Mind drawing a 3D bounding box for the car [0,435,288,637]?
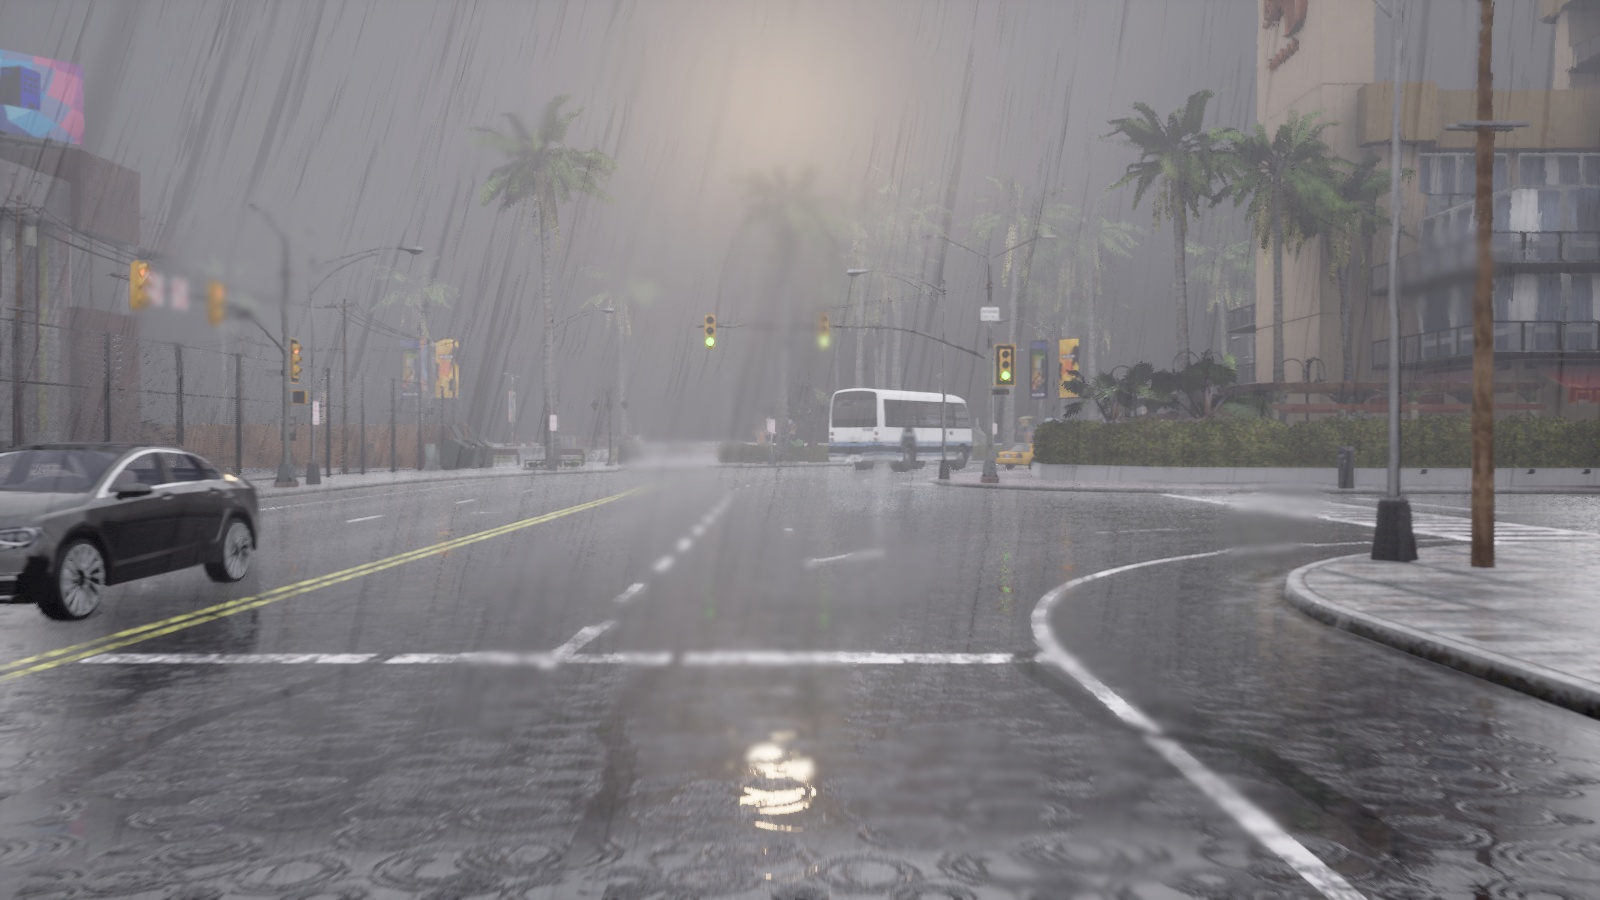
[{"bbox_3d":[-6.913,0.630,11.862,2.128,1.511,4.902,0,0,0],"label":"car"}]

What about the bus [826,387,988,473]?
[{"bbox_3d":[5.961,-1.006,67.616,3.944,4.253,10.273,0,0,36],"label":"bus"}]

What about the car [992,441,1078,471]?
[{"bbox_3d":[13.126,0.302,69.888,5.366,1.575,1.801,0,0,-42],"label":"car"}]
